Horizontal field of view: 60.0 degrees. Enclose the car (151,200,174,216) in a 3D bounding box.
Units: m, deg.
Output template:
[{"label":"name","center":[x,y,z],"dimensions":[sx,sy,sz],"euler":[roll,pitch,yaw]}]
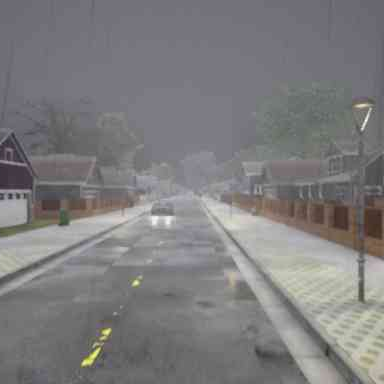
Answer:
[{"label":"car","center":[-2.757,1.502,31.975],"dimensions":[1.994,1.385,4.181],"euler":[0,0,0]}]
